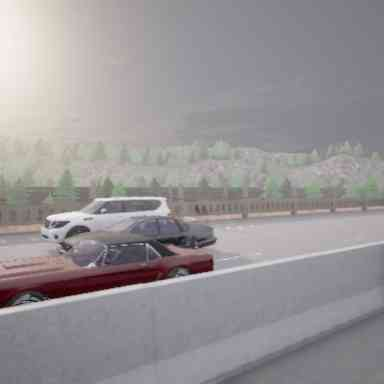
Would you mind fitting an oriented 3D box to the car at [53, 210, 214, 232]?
[{"bbox_3d":[-1.620,1.543,11.434,5.357,1.411,2.033,0,0,-35],"label":"car"}]

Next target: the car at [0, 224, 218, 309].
[{"bbox_3d":[-1.898,1.599,6.937,4.718,1.301,1.895,0,0,-35],"label":"car"}]

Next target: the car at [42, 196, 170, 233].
[{"bbox_3d":[-3.435,1.218,14.437,5.566,2.045,2.150,0,0,-35],"label":"car"}]
